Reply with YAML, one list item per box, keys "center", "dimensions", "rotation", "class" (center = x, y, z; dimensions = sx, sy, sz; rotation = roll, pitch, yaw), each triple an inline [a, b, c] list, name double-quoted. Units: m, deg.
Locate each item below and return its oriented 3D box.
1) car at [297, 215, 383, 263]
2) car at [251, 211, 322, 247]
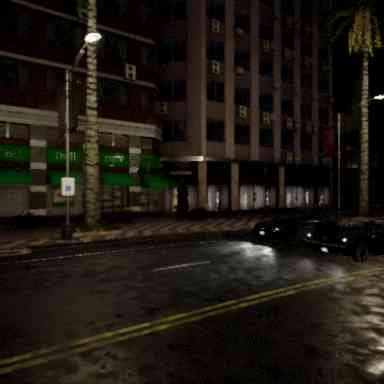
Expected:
- center: [6.331, 1.584, 11.927]
  dimensions: [4.718, 1.301, 1.895]
  rotation: [0, 0, -27]
  class: "car"
- center: [4.751, 1.547, 15.037]
  dimensions: [4.181, 1.385, 1.994]
  rotation: [0, 0, -27]
  class: "car"
